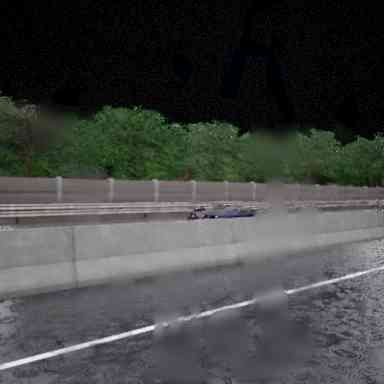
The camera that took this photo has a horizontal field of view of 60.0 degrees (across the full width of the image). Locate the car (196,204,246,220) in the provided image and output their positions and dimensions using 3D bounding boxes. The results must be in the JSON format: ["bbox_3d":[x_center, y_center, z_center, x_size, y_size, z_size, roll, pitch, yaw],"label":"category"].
[{"bbox_3d":[2.918,1.706,23.264,4.718,1.301,1.895,0,0,-35],"label":"car"}]

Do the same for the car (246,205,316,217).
[{"bbox_3d":[5.987,1.619,21.153,4.892,1.490,1.837,1,0,-35],"label":"car"}]

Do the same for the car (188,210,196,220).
[{"bbox_3d":[1.734,1.677,26.717,4.181,1.385,1.994,0,0,-35],"label":"car"}]
